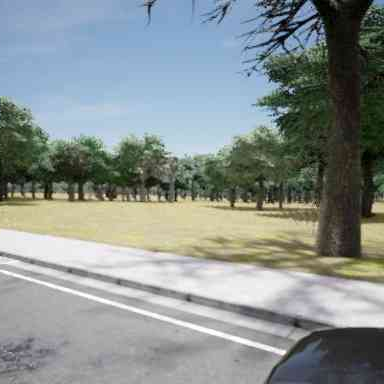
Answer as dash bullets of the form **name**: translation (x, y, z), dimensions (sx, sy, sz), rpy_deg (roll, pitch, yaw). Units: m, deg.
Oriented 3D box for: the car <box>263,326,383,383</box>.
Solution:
- **car**: translation (2.450, 1.563, 1.938), dimensions (4.181, 1.385, 1.994), rpy_deg (0, 0, 36)
